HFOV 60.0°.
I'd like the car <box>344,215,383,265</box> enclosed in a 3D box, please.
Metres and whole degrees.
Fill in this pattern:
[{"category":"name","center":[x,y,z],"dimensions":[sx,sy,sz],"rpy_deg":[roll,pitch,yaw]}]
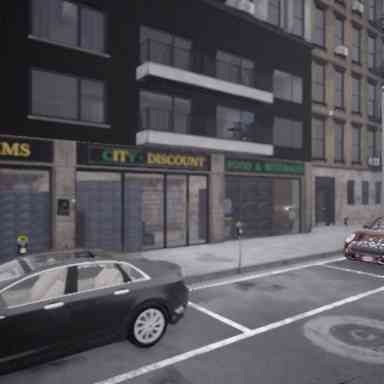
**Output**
[{"category":"car","center":[6.882,1.483,11.102],"dimensions":[4.097,1.590,1.967],"rpy_deg":[0,0,-36]}]

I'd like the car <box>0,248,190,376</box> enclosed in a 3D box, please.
[{"category":"car","center":[-2.088,1.554,4.698],"dimensions":[4.403,1.369,2.008],"rpy_deg":[0,0,-36]}]
